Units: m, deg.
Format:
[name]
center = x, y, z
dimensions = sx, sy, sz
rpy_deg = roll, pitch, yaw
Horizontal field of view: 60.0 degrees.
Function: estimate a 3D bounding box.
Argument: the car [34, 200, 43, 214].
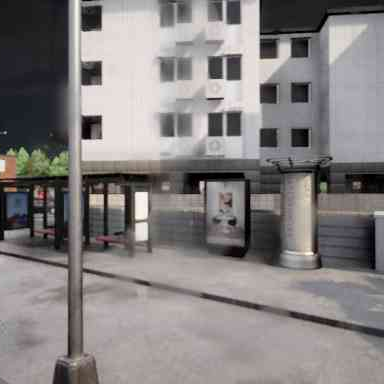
[car]
center = -16.001, 1.600, 34.044
dimensions = 1.837, 1.490, 4.892
rpy_deg = 0, 0, 35
